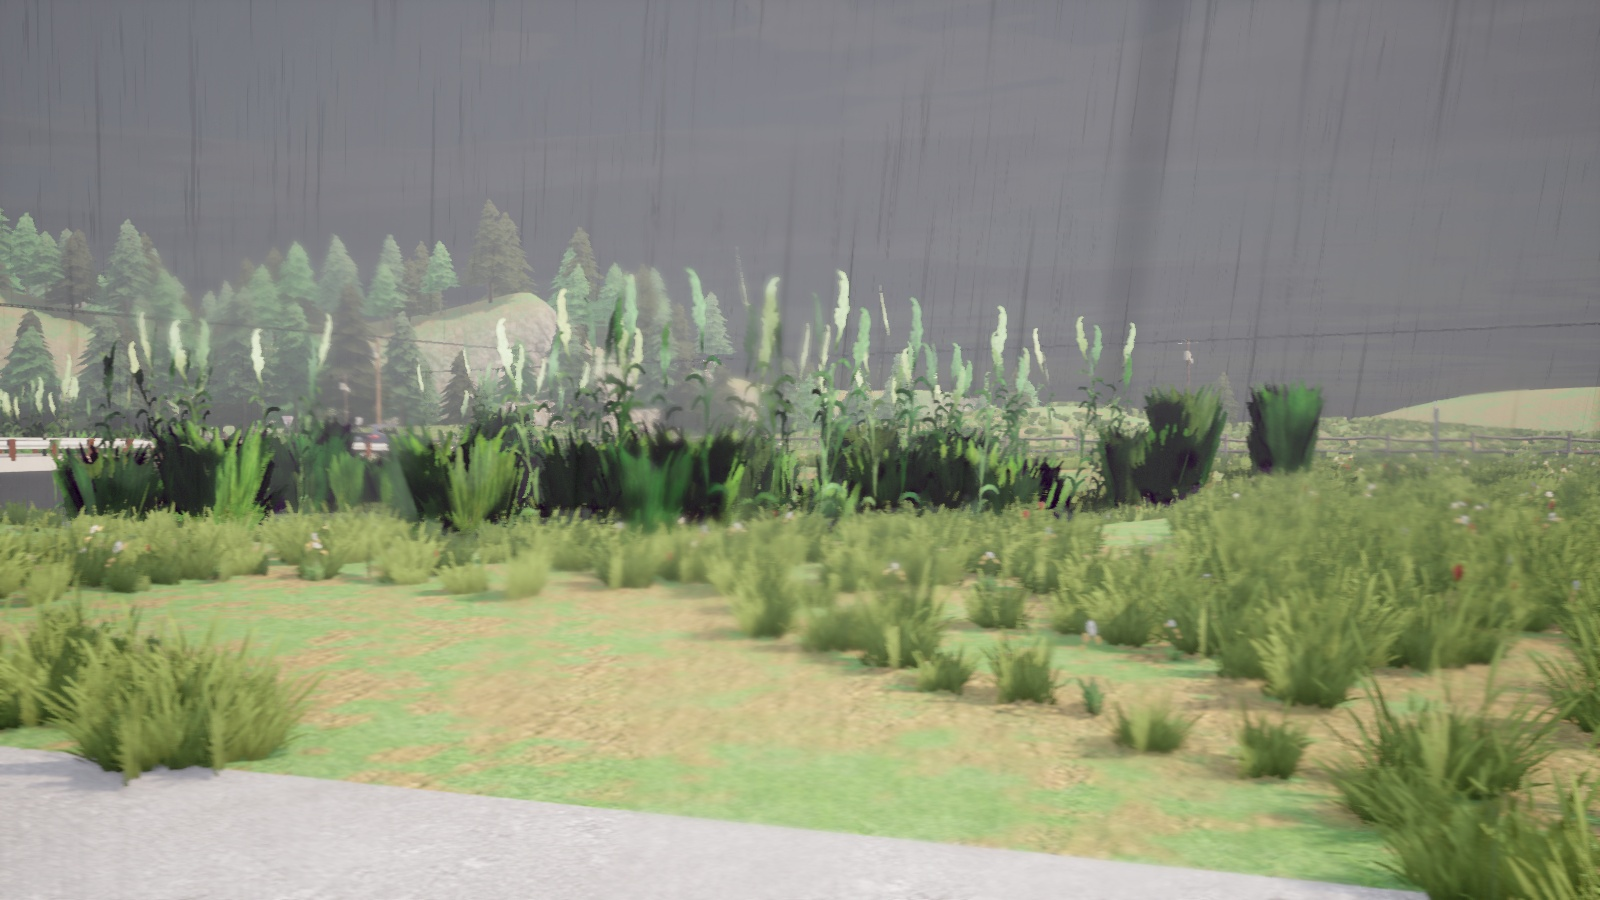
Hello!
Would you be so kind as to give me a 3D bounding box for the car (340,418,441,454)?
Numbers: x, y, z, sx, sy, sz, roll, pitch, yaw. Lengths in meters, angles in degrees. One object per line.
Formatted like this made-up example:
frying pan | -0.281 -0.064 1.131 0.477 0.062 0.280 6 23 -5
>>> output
car | -20.671 -0.674 63.560 2.242 1.667 4.611 1 -1 26
